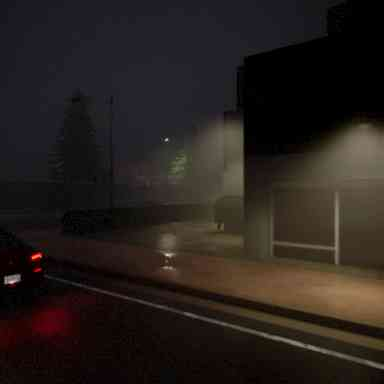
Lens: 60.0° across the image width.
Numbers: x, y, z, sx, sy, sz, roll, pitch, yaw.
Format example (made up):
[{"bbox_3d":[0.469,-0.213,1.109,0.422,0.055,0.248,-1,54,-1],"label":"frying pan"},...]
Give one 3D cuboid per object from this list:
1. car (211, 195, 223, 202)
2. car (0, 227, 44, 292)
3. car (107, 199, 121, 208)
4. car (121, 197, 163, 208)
[{"bbox_3d":[5.385,1.239,58.619,2.097,1.767,4.553,0,0,45],"label":"car"},{"bbox_3d":[-5.264,1.493,7.766,4.674,1.442,1.812,0,0,37],"label":"car"},{"bbox_3d":[-8.354,1.449,40.941,1.994,1.385,4.181,0,0,36],"label":"car"},{"bbox_3d":[-5.464,1.390,38.970,2.128,1.511,4.902,0,0,36],"label":"car"}]
